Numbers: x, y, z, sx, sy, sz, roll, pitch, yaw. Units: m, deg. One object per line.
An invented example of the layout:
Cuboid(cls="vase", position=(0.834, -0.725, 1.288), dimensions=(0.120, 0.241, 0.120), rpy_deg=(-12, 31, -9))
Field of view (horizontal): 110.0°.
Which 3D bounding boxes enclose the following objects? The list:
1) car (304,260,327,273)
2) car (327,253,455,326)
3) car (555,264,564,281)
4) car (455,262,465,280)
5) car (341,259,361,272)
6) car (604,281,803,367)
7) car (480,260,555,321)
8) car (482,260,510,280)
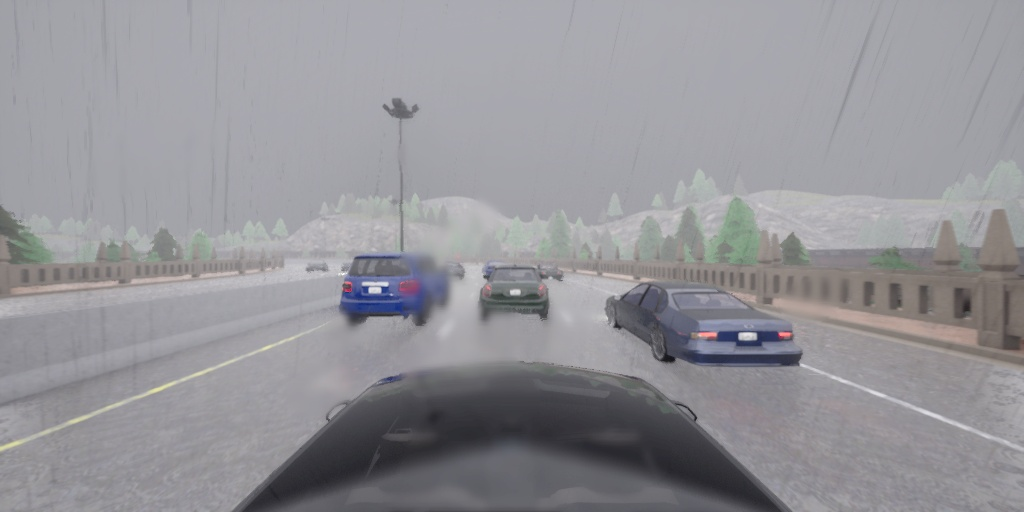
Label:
Cuboid(cls="car", position=(-22.528, 1.158, 41.681), dimensions=(1.812, 1.442, 4.674), rpy_deg=(0, 0, -19))
Cuboid(cls="car", position=(-3.413, 0.924, 11.555), dimensions=(2.150, 2.045, 5.566), rpy_deg=(0, 0, 0))
Cuboid(cls="car", position=(2.520, 1.235, 27.558), dimensions=(1.895, 1.301, 4.718), rpy_deg=(0, 0, -7))
Cuboid(cls="car", position=(-4.858, 1.197, 29.370), dimensions=(1.994, 1.385, 4.181), rpy_deg=(0, 0, -9))
Cuboid(cls="car", position=(-19.365, 1.148, 43.199), dimensions=(1.812, 1.442, 4.674), rpy_deg=(0, 0, -19))
Cuboid(cls="car", position=(3.594, 1.267, 7.999), dimensions=(2.033, 1.411, 5.357), rpy_deg=(0, 0, 0))
Cuboid(cls="car", position=(0.064, 1.050, 12.417), dimensions=(2.097, 1.767, 4.553), rpy_deg=(0, 0, -1))
Cuboid(cls="car", position=(-1.458, 1.104, 30.350), dimensions=(1.882, 1.535, 5.008), rpy_deg=(0, 0, -9))
